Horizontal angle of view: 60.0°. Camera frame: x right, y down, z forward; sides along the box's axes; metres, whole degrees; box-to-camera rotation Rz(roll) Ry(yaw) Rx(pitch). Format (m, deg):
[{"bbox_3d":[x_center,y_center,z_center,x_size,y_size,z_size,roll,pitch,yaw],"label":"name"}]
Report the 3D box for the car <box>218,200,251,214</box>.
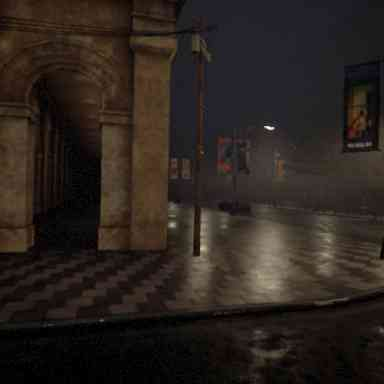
[{"bbox_3d":[4.230,1.463,33.572,1.895,1.301,4.718,1,0,-15],"label":"car"}]
